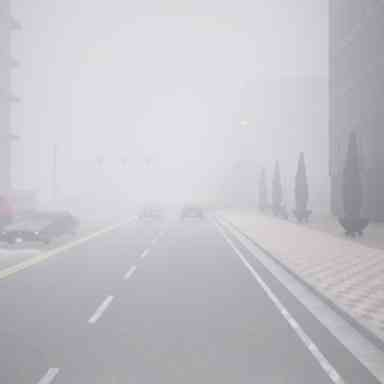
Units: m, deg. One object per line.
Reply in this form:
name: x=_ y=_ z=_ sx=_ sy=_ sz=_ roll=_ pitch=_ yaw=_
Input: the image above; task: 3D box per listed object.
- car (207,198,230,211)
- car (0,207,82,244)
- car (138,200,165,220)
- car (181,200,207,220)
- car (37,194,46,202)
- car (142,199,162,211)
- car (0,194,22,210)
car: x=3.112 y=1.564 z=42.781 sx=1.882 sy=1.535 sz=5.008 roll=-2 pitch=-1 yaw=35
car: x=-7.049 y=1.593 z=16.236 sx=2.033 sy=1.411 sz=5.357 roll=0 pitch=0 yaw=1
car: x=-3.408 y=1.627 z=28.533 sx=2.033 sy=1.411 sz=5.357 roll=0 pitch=0 yaw=0
car: x=0.043 y=1.558 z=28.743 sx=1.882 sy=1.535 sz=5.008 roll=0 pitch=0 yaw=0
car: x=-36.052 y=1.609 z=76.547 sx=1.970 sy=1.475 sz=3.806 roll=0 pitch=0 yaw=0
car: x=-5.158 y=1.654 z=42.652 sx=1.994 sy=1.385 sz=4.181 roll=0 pitch=0 yaw=-15
car: x=-10.503 y=1.204 z=15.370 sx=2.150 sy=2.045 sz=5.566 roll=0 pitch=3 yaw=0
